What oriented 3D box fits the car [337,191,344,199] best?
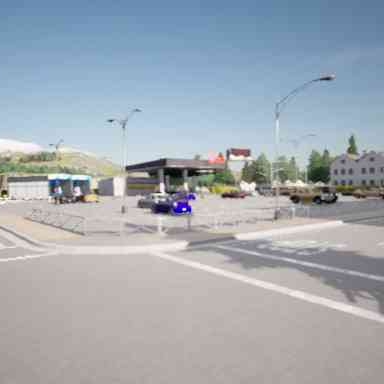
[{"bbox_3d":[15.109,0.334,38.911,1.905,1.878,3.866,-1,1,-38],"label":"car"}]

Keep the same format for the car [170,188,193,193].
[{"bbox_3d":[-1.153,0.607,49.251,1.845,1.501,3.633,-1,1,-38],"label":"car"}]

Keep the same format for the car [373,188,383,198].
[{"bbox_3d":[30.091,0.141,50.942,1.970,1.475,3.806,-1,1,-38],"label":"car"}]

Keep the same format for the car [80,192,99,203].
[{"bbox_3d":[-15.216,0.795,48.055,2.152,1.636,5.027,-1,1,-38],"label":"car"}]

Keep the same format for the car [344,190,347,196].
[{"bbox_3d":[28.664,0.107,58.757,2.007,1.523,4.514,-1,1,-38],"label":"car"}]

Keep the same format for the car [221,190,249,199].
[{"bbox_3d":[6.767,0.405,55.341,2.007,1.523,4.514,-1,1,-38],"label":"car"}]

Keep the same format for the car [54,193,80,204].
[{"bbox_3d":[-17.662,0.861,46.092,2.007,1.523,4.514,-1,1,-38],"label":"car"}]

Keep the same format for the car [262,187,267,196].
[{"bbox_3d":[14.815,-0.134,70.640,1.905,1.878,3.866,-1,1,-38],"label":"car"}]

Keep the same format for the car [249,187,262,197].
[{"bbox_3d":[11.817,0.207,69.090,1.970,1.475,3.806,-1,1,-38],"label":"car"}]

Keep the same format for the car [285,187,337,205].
[{"bbox_3d":[13.067,0.409,36.805,1.932,1.855,4.605,-1,1,-38],"label":"car"}]

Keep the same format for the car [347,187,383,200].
[{"bbox_3d":[25.218,0.179,46.752,2.152,1.636,5.027,-1,1,-38],"label":"car"}]

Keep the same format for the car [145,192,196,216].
[{"bbox_3d":[-1.696,1.020,25.529,1.845,1.501,3.633,-1,1,-38],"label":"car"}]

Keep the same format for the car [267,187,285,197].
[{"bbox_3d":[17.042,-0.017,62.410,1.932,1.855,4.605,-1,1,-38],"label":"car"}]

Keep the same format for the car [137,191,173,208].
[{"bbox_3d":[-3.890,0.941,33.219,1.970,1.475,3.806,-1,1,-38],"label":"car"}]
